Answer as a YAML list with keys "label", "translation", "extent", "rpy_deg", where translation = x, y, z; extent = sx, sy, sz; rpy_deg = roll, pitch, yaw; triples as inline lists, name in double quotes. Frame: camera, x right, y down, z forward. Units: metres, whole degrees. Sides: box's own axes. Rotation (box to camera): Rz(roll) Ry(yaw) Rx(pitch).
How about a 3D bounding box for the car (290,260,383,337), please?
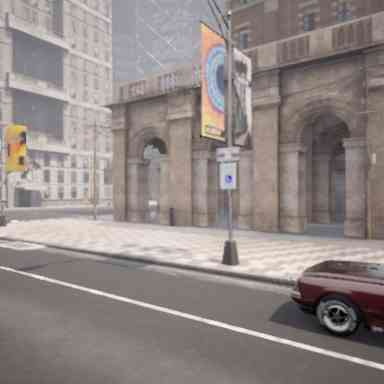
- label: "car"
  translation: [4.003, 1.593, 5.005]
  extent: [4.718, 1.301, 1.895]
  rpy_deg: [0, 0, 35]
